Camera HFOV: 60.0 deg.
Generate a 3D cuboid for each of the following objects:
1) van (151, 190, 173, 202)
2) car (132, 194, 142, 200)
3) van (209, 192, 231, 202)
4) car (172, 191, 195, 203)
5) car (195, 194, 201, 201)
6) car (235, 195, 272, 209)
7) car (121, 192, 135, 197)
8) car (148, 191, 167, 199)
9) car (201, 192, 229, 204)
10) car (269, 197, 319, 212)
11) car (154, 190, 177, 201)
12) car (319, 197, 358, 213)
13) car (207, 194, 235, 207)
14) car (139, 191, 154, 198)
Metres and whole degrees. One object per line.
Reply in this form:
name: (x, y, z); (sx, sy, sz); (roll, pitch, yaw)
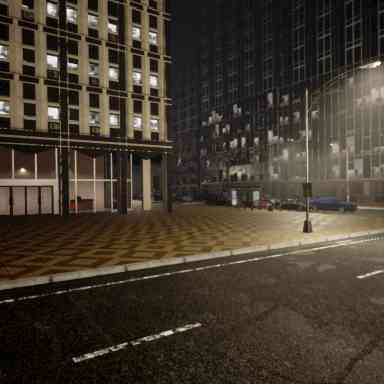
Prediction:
van: (-5.242, 0.937, 58.775); (1.690, 1.788, 3.998); (0, 1, -35)
car: (-11.690, 1.039, 68.139); (2.008, 1.369, 4.403); (0, 1, -35)
van: (4.883, 0.855, 58.846); (1.690, 1.788, 3.998); (0, 1, -35)
car: (-1.933, 1.098, 58.620); (1.812, 1.442, 4.674); (-1, 1, -34)
car: (1.660, 1.043, 63.530); (1.802, 1.307, 4.206); (0, 1, -35)
car: (7.561, 1.388, 39.994); (1.802, 1.307, 4.206); (0, 1, -35)
car: (-17.684, 0.688, 91.614); (2.008, 1.369, 4.403); (0, 1, -35)
car: (-8.012, 0.614, 77.569); (2.192, 1.841, 5.009); (0, 1, -35)
car: (3.868, 1.020, 50.115); (2.097, 1.767, 4.553); (-1, 1, -34)
car: (10.771, 1.424, 35.301); (1.947, 1.339, 4.313); (0, 1, -35)
car: (-5.568, 0.640, 69.434); (2.150, 2.045, 5.566); (-1, 1, -35)
car: (14.567, 1.317, 34.568); (1.882, 1.535, 5.008); (-1, 1, -35)
car: (4.385, 1.319, 44.707); (1.947, 1.339, 4.313); (0, 1, -35)
car: (-11.236, 0.686, 82.251); (1.967, 1.590, 4.097); (0, 1, -35)
